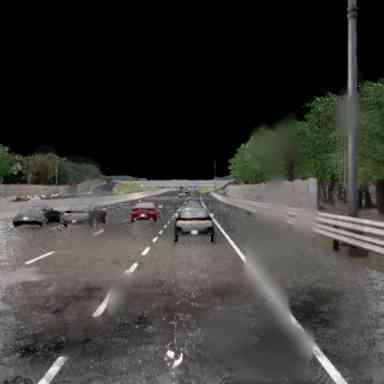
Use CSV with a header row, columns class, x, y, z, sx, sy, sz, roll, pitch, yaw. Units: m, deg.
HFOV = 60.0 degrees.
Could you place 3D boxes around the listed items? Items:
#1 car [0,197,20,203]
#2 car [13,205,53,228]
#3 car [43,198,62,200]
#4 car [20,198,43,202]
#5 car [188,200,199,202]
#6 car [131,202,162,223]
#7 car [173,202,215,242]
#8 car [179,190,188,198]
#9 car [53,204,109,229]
class,x,y,z,sx,sy,sz,roll,pitch,yaw
car,-27.846,1.567,51.920,1.882,1.535,5.008,0,0,1
car,-10.378,1.602,22.776,1.994,1.385,4.181,0,0,0
car,-20.849,1.665,52.044,1.895,1.301,4.718,0,0,1
car,-24.347,1.603,51.991,1.812,1.442,4.674,0,0,1
car,0.174,1.563,35.011,1.994,1.385,4.181,0,0,0
car,-3.469,1.491,25.990,1.882,1.535,5.008,0,0,0
car,0.107,1.492,16.477,2.128,1.511,4.902,0,0,0
car,-2.752,0.950,94.221,1.895,1.301,4.718,0,1,1
car,-6.881,1.517,21.870,2.128,1.511,4.902,0,0,0
